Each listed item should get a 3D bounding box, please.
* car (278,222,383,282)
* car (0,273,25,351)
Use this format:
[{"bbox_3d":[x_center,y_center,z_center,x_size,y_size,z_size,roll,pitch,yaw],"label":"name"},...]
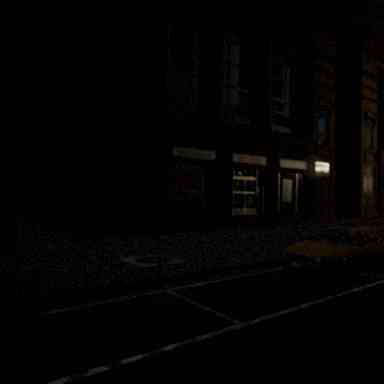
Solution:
[{"bbox_3d":[4.661,1.635,10.161,4.829,1.417,1.752,1,0,-36],"label":"car"},{"bbox_3d":[-4.305,1.547,3.655,4.403,1.369,2.008,1,0,-36],"label":"car"}]
